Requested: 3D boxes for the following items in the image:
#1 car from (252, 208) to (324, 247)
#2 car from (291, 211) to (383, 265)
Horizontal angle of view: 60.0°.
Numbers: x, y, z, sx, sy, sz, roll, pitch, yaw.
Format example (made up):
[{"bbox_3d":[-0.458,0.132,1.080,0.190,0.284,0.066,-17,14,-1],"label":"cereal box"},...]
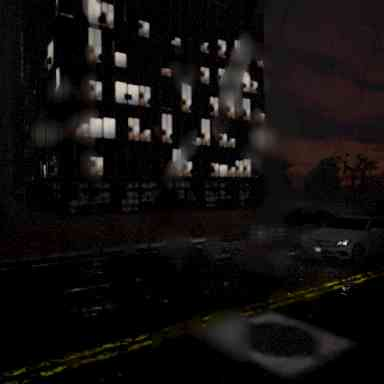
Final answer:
[{"bbox_3d":[4.839,1.511,15.122,4.892,1.490,1.837,0,0,-35],"label":"car"},{"bbox_3d":[5.875,1.532,11.869,4.674,1.442,1.812,0,0,-35],"label":"car"}]
